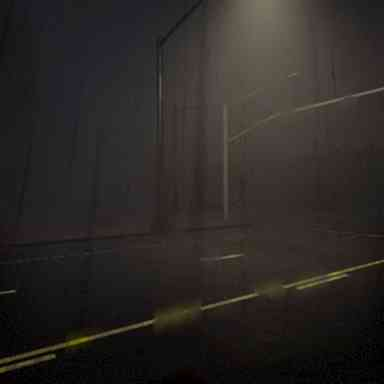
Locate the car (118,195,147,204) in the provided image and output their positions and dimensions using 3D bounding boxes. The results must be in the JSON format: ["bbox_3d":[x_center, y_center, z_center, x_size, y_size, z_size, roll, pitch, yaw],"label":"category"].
[{"bbox_3d":[-10.378,1.303,57.571,2.128,1.511,4.902,-1,0,-35],"label":"car"}]

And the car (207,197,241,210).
[{"bbox_3d":[3.521,1.336,38.015,1.812,1.442,4.674,-1,0,-35],"label":"car"}]

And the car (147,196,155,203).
[{"bbox_3d":[-8.473,1.346,61.116,1.994,1.385,4.181,-1,0,-35],"label":"car"}]

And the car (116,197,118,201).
[{"bbox_3d":[-14.278,1.251,69.170,1.812,1.442,4.674,-1,0,-35],"label":"car"}]

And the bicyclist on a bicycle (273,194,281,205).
[{"bbox_3d":[11.620,1.029,45.572,1.656,1.620,0.582,-1,0,-35],"label":"bicyclist on a bicycle"}]
